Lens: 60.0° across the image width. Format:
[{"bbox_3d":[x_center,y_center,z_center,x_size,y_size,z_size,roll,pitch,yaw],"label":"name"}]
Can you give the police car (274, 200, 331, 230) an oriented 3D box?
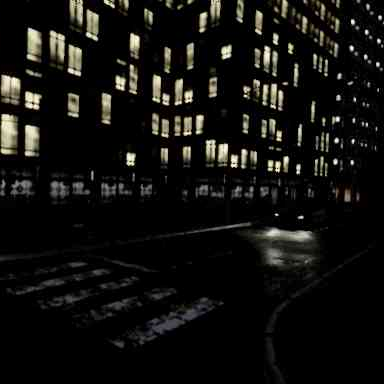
[{"bbox_3d":[6.684,1.310,20.071,2.038,1.542,4.974,3,2,40],"label":"police car"}]
